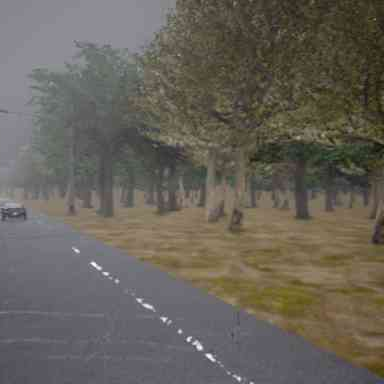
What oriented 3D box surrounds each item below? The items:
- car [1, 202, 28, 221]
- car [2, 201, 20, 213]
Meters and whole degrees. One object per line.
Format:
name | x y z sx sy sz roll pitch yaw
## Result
car | -16.054 1.692 30.105 1.882 1.535 5.008 0 0 -30
car | -22.734 1.865 41.705 1.895 1.301 4.718 0 0 -30
